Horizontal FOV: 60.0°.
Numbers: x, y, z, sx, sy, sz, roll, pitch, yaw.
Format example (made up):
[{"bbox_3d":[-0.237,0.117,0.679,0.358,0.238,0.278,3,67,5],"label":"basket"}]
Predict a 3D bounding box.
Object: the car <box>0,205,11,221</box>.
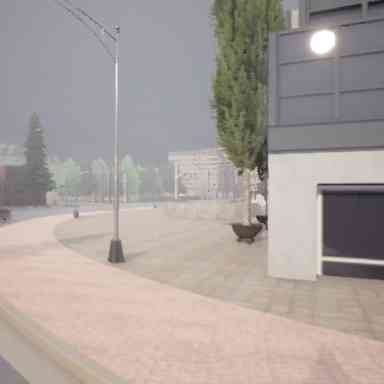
[{"bbox_3d":[-15.683,1.630,25.724,2.128,1.511,4.902,0,0,-10],"label":"car"}]
